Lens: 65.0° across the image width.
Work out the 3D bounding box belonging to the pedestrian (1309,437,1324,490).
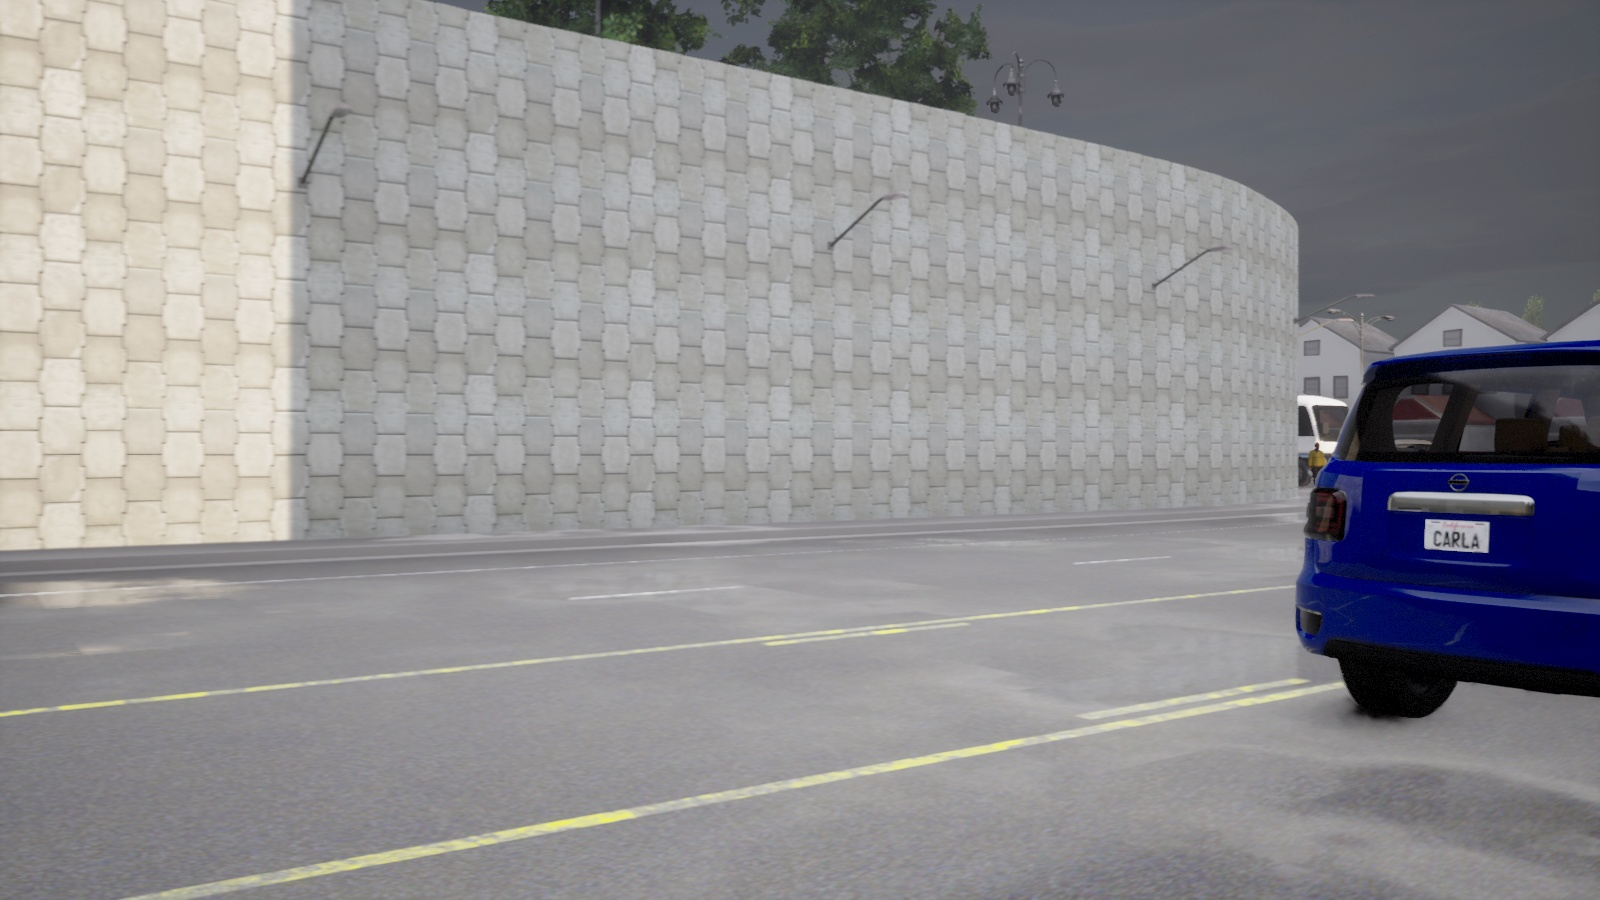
[{"bbox_3d":[18.178,0.470,44.185,0.370,1.835,0.726,0,0,15],"label":"pedestrian"}]

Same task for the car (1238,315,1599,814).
[{"bbox_3d":[5.189,0.471,7.272,5.566,2.045,2.150,0,0,-35],"label":"car"}]

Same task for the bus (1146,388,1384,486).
[{"bbox_3d":[21.956,-0.531,60.078,3.944,4.253,10.273,0,0,-35],"label":"bus"}]
